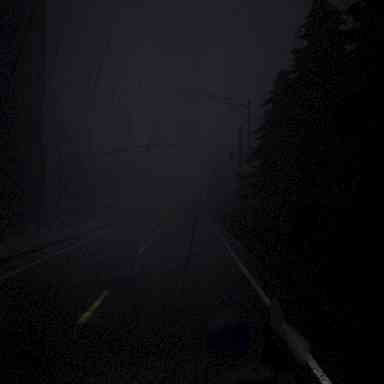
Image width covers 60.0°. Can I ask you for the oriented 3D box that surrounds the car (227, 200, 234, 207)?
[{"bbox_3d":[8.890,1.782,59.263,4.605,1.855,1.932,0,-1,-1],"label":"car"}]

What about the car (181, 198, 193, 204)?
[{"bbox_3d":[-0.880,2.402,83.880,2.033,1.411,5.357,0,-1,-7],"label":"car"}]

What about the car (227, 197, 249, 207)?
[{"bbox_3d":[8.477,1.811,61.773,3.866,1.878,1.905,0,-1,-1],"label":"car"}]
